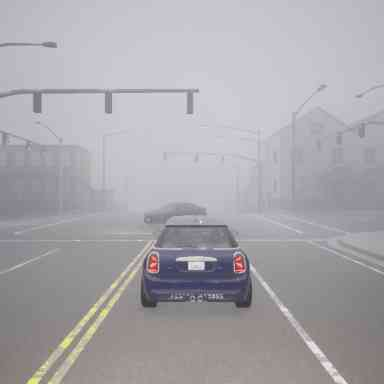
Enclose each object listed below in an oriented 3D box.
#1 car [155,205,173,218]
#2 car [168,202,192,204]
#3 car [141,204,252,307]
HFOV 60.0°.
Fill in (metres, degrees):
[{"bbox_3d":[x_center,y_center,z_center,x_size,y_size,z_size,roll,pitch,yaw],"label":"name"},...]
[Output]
[{"bbox_3d":[-3.558,2.570,42.599,1.895,1.301,4.718,0,-8,0],"label":"car"},{"bbox_3d":[-1.091,1.438,22.468,1.882,1.535,5.008,-1,0,41],"label":"car"},{"bbox_3d":[0.093,1.352,8.116,2.097,1.767,4.553,0,0,0],"label":"car"}]
